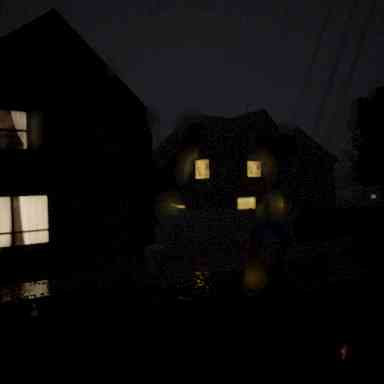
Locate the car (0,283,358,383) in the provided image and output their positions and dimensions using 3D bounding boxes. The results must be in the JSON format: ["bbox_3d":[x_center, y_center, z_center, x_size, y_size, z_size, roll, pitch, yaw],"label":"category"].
[{"bbox_3d":[-0.935,1.546,2.405,5.357,1.411,2.033,0,0,-36],"label":"car"}]
